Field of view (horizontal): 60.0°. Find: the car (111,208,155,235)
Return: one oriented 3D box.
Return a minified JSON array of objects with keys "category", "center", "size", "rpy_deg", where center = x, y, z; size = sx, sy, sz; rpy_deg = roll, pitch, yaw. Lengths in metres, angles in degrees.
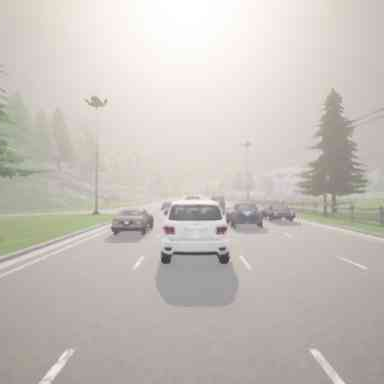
[{"category":"car","center":[-3.394,1.670,19.772],"size":[2.033,1.411,5.357],"rpy_deg":[0,0,0]}]

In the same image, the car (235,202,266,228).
[{"category":"car","center":[3.604,1.499,23.778],"size":[2.097,1.767,4.553],"rpy_deg":[0,0,0]}]

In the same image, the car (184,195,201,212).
[{"category":"car","center":[0.111,1.497,44.792],"size":[2.150,2.045,5.566],"rpy_deg":[0,0,0]}]

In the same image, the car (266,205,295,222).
[{"category":"car","center":[7.106,1.774,28.041],"size":[1.895,1.301,4.718],"rpy_deg":[0,0,0]}]

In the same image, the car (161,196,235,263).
[{"category":"car","center":[0.102,1.300,12.460],"size":[2.150,2.045,5.566],"rpy_deg":[0,0,0]}]

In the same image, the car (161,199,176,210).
[{"category":"car","center":[-3.389,1.827,48.918],"size":[1.812,1.442,4.674],"rpy_deg":[0,0,0]}]
